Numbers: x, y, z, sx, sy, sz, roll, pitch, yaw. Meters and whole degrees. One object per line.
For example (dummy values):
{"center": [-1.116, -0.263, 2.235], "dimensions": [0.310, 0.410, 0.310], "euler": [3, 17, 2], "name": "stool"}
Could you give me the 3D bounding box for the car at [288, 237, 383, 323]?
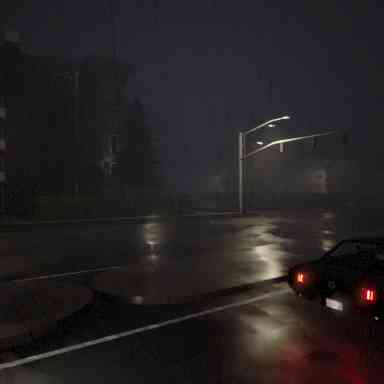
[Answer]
{"center": [4.205, 1.601, 6.863], "dimensions": [4.718, 1.301, 1.895], "euler": [0, 0, -35], "name": "car"}
